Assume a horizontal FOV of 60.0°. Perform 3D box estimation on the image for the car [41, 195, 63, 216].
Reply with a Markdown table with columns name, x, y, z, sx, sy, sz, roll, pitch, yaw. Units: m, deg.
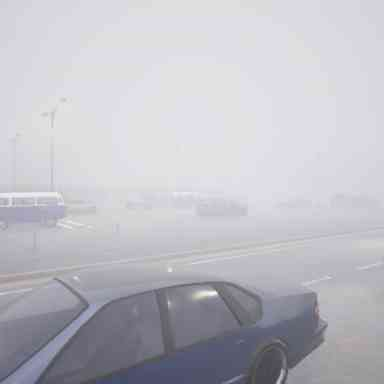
| name | x | y | z | sx | sy | sz | roll | pitch | yaw |
| --- | --- | --- | --- | --- | --- | --- | --- | --- | --- |
| car | -12.889 | 1.363 | 34.093 | 3.905 | 1.438 | 1.784 | 0 | 0 | -36 |

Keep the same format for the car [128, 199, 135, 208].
| name | x | y | z | sx | sy | sz | roll | pitch | yaw |
| --- | --- | --- | --- | --- | --- | --- | --- | --- | --- |
| car | -7.365 | 1.360 | 52.000 | 3.905 | 1.438 | 1.784 | 0 | 0 | -36 |

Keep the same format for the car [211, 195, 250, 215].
| name | x | y | z | sx | sy | sz | roll | pitch | yaw |
| --- | --- | --- | --- | --- | --- | --- | --- | --- | --- |
| car | 4.406 | 1.392 | 36.086 | 3.806 | 1.475 | 1.970 | 0 | 0 | -36 |

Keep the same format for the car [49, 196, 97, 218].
| name | x | y | z | sx | sy | sz | roll | pitch | yaw |
| --- | --- | --- | --- | --- | --- | --- | --- | --- | --- |
| car | -11.171 | 1.394 | 31.763 | 3.806 | 1.475 | 1.970 | 0 | 0 | -36 |

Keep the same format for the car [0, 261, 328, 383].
| name | x | y | z | sx | sy | sz | roll | pitch | yaw |
| --- | --- | --- | --- | --- | --- | --- | --- | --- | --- |
| car | -0.765 | 1.547 | 3.450 | 5.357 | 1.411 | 2.033 | 0 | 0 | -37 |

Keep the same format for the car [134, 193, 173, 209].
| name | x | y | z | sx | sy | sz | roll | pitch | yaw |
| --- | --- | --- | --- | --- | --- | --- | --- | --- | --- |
| car | -5.697 | 1.150 | 49.631 | 4.605 | 1.855 | 1.932 | 0 | 0 | -36 |

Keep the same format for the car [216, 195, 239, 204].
| name | x | y | z | sx | sy | sz | roll | pitch | yaw |
| --- | --- | --- | --- | --- | --- | --- | --- | --- | --- |
| car | 6.680 | 1.389 | 62.384 | 3.806 | 1.475 | 1.970 | 0 | 0 | -36 |

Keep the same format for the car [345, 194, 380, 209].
| name | x | y | z | sx | sy | sz | roll | pitch | yaw |
| --- | --- | --- | --- | --- | --- | --- | --- | --- | --- |
| car | 21.743 | 1.147 | 41.916 | 4.605 | 1.855 | 1.932 | 0 | 0 | -36 |

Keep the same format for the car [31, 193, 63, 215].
| name | x | y | z | sx | sy | sz | roll | pitch | yaw |
| --- | --- | --- | --- | --- | --- | --- | --- | --- | --- |
| car | -14.522 | 1.152 | 36.223 | 4.605 | 1.855 | 1.932 | 0 | 0 | -36 |

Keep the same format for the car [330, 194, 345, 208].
| name | x | y | z | sx | sy | sz | roll | pitch | yaw |
| --- | --- | --- | --- | --- | --- | --- | --- | --- | --- |
| car | 20.069 | 1.149 | 44.278 | 3.866 | 1.878 | 1.905 | 0 | 0 | -36 |

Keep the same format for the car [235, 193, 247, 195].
| name | x | y | z | sx | sy | sz | roll | pitch | yaw |
| --- | --- | --- | --- | --- | --- | --- | --- | --- | --- |
| car | 8.390 | 1.150 | 60.048 | 3.866 | 1.878 | 1.905 | 0 | 0 | -36 |
